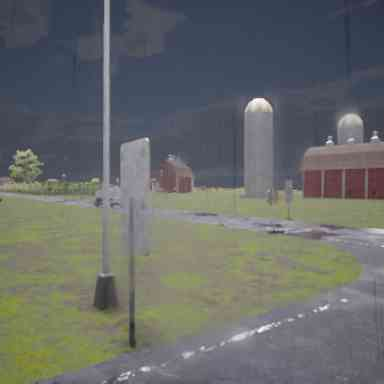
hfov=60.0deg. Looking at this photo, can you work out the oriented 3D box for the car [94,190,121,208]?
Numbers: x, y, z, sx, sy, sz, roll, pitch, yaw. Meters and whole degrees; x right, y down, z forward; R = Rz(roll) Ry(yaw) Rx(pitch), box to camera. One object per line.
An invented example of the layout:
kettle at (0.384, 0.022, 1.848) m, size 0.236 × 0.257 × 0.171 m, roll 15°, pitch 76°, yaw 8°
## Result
car at (-9.492, 0.800, 38.587) m, size 2.150 × 2.045 × 5.566 m, roll 0°, pitch 1°, yaw -37°
